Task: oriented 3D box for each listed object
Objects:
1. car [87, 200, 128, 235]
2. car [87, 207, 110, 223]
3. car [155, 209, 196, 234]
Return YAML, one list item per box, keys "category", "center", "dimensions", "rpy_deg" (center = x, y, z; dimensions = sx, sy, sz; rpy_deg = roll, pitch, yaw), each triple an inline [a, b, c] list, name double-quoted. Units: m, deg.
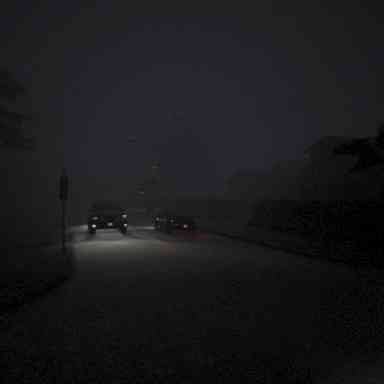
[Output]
- category: "car"
  center: [-5.691, 1.589, 22.113]
  dimensions: [2.150, 2.045, 5.566]
  rpy_deg: [0, -1, -19]
- category: "car"
  center: [-8.958, 2.128, 31.594]
  dimensions: [1.895, 1.301, 4.718]
  rpy_deg: [0, -1, -19]
- category: "car"
  center: [-1.154, 1.862, 21.864]
  dimensions: [1.812, 1.442, 4.674]
  rpy_deg: [0, -1, -19]
